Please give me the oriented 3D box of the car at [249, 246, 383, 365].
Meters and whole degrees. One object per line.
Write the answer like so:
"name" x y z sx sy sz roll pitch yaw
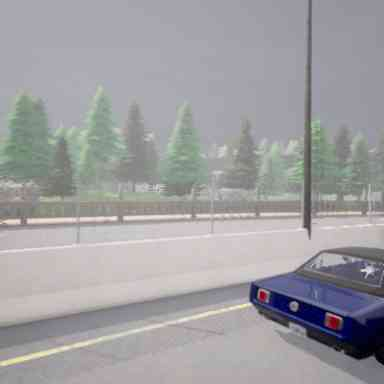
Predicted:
"car" 3.354 1.640 5.762 4.718 1.301 1.895 1 0 -32
